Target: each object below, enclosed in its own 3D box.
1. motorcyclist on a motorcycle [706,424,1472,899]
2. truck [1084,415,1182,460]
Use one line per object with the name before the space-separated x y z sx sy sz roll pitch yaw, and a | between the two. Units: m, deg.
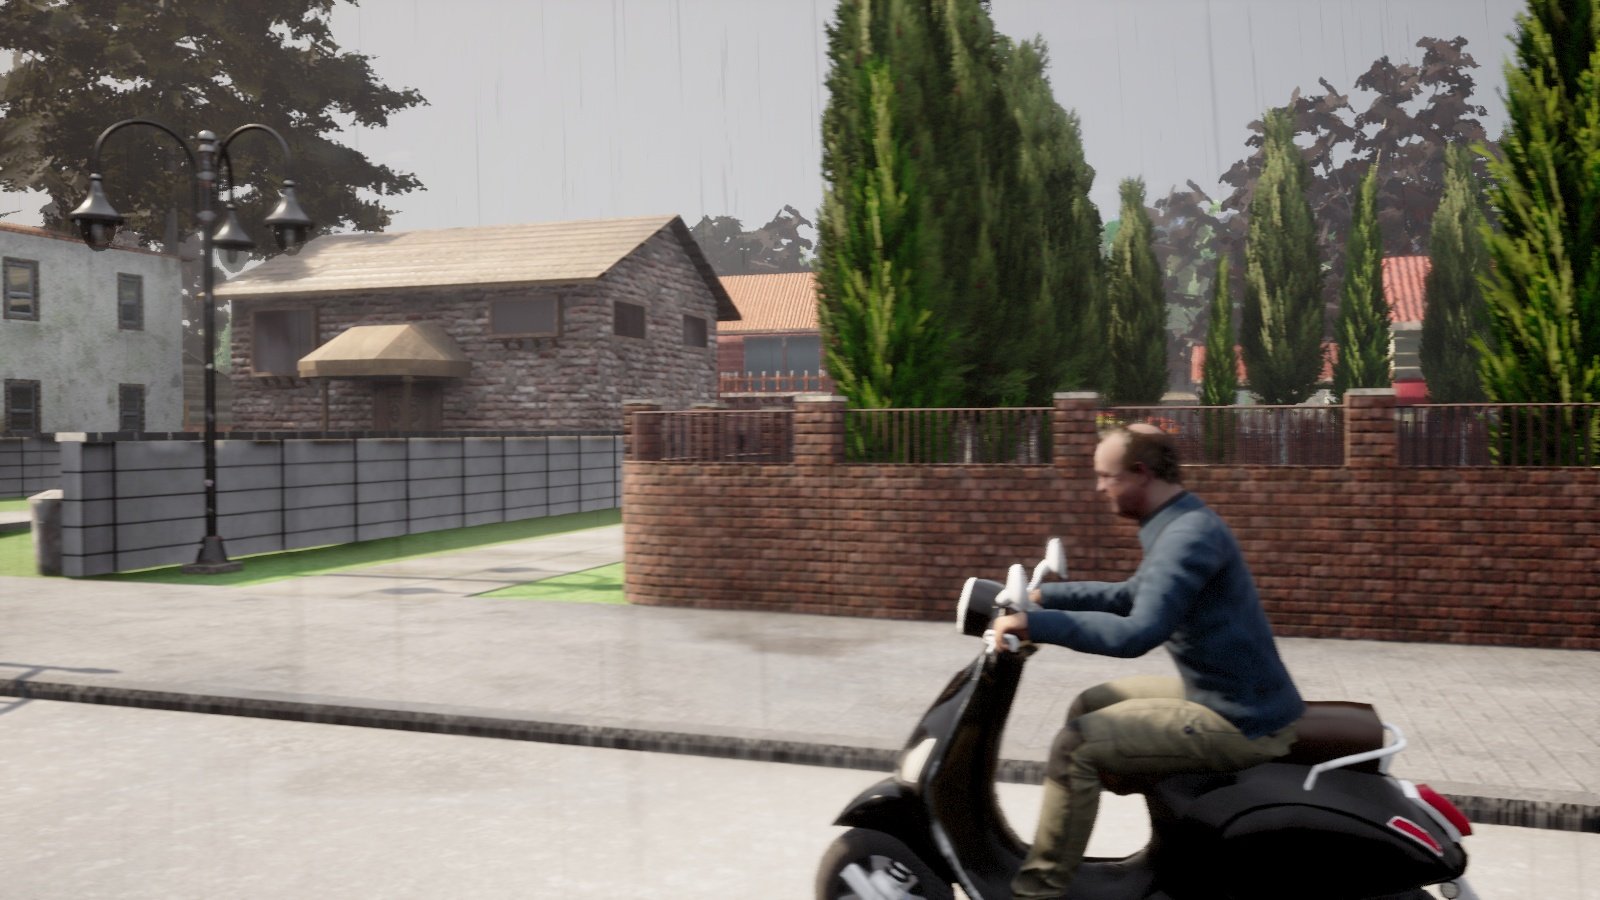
motorcyclist on a motorcycle | 0.750 0.727 3.468 1.817 1.590 0.866 1 1 19
truck | 18.880 -0.729 71.184 5.204 2.467 2.627 1 1 19
